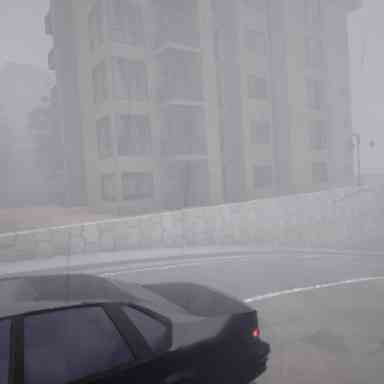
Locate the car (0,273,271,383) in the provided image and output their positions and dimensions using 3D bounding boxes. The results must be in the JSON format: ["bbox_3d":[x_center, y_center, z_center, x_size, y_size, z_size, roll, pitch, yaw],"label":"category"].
[{"bbox_3d":[-1.716,1.539,2.793,5.357,1.411,2.033,0,1,-35],"label":"car"}]
